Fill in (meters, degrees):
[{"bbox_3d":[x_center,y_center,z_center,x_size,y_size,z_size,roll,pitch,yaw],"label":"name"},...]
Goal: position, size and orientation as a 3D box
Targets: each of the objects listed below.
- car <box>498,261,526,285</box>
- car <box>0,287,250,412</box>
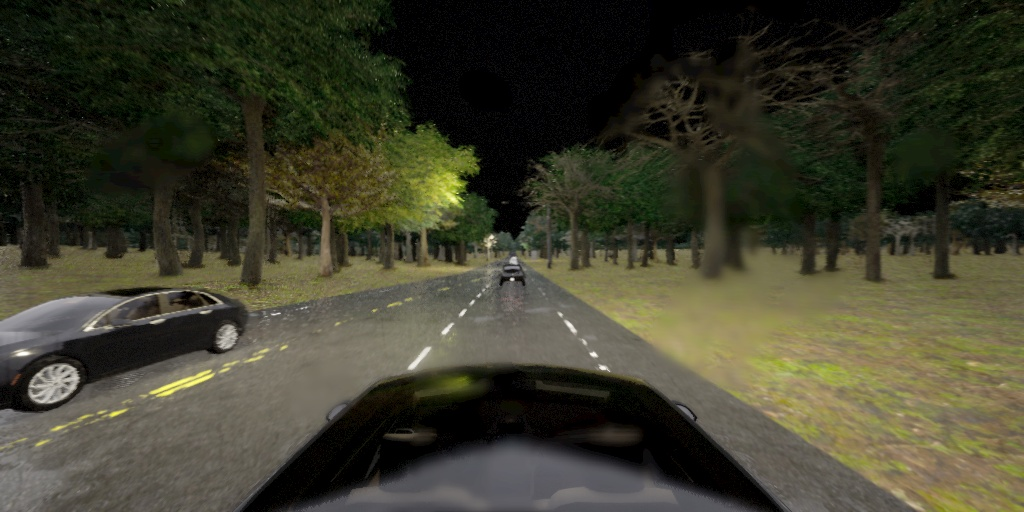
[{"bbox_3d":[0.023,1.369,27.285,1.837,1.490,4.892,-1,0,0],"label":"car"},{"bbox_3d":[-7.062,1.365,6.340,1.837,1.490,4.892,-1,0,1],"label":"car"}]
